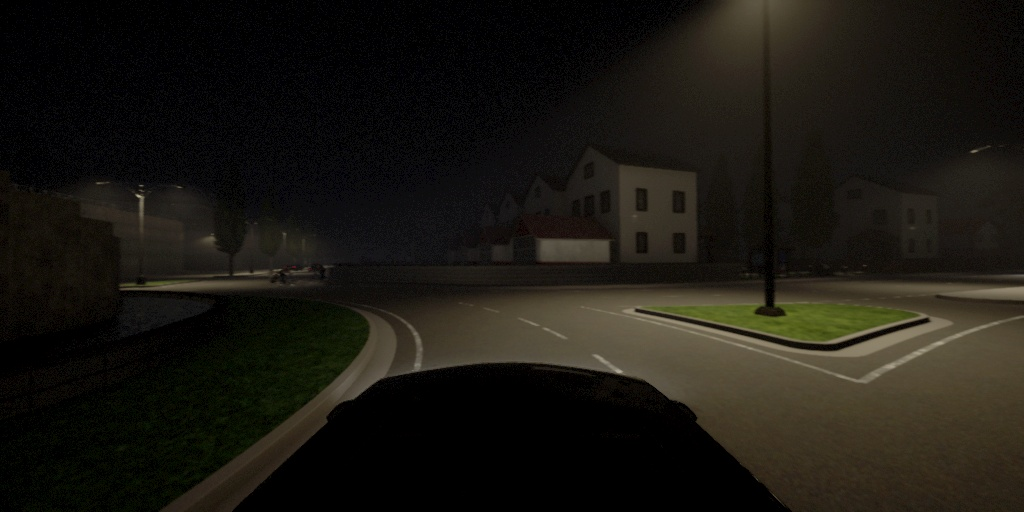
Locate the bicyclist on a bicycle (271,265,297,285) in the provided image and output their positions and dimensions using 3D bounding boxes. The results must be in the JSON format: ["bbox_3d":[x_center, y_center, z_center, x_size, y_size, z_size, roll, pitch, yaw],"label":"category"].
[{"bbox_3d":[-18.748,1.595,29.792,0.582,1.620,1.656,1,0,35],"label":"bicyclist on a bicycle"}]

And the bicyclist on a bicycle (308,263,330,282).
[{"bbox_3d":[-16.729,1.433,31.099,1.656,1.620,0.582,0,-1,-36],"label":"bicyclist on a bicycle"}]
